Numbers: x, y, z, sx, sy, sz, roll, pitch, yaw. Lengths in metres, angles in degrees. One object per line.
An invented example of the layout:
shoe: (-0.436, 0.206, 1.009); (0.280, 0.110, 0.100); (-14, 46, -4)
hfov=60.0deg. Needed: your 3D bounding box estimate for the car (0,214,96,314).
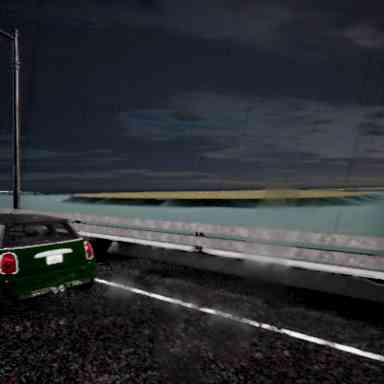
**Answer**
car: (-4.258, 1.277, 7.586); (4.553, 1.767, 2.097); (0, 1, 38)
